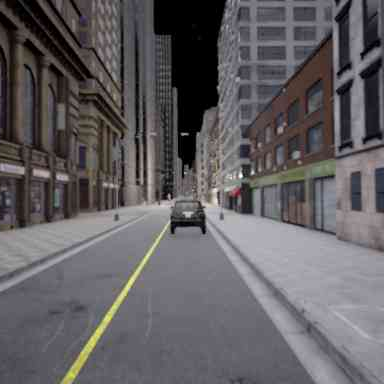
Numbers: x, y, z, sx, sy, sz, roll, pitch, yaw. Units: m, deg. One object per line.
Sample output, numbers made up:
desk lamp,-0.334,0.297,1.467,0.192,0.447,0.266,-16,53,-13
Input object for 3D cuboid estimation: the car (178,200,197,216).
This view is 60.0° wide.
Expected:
car,-0.577,1.868,40.001,2.097,1.767,4.553,0,-1,-1

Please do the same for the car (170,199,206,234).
car,-0.254,1.505,21.696,2.150,2.045,5.566,0,-1,-1
